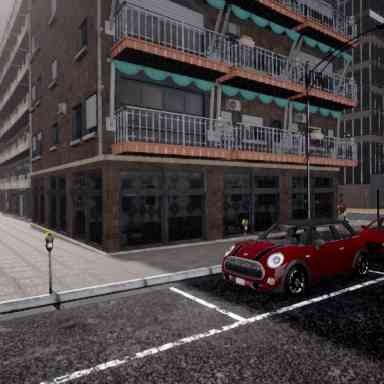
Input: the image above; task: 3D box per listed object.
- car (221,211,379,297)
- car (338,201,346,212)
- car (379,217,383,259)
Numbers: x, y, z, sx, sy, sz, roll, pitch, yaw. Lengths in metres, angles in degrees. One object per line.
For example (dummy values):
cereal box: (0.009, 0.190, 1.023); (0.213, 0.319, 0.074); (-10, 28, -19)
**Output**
car: (2.679, 1.439, 8.474); (4.097, 1.590, 1.967); (0, -1, -35)
car: (16.460, 1.745, 40.560); (1.967, 1.590, 4.097); (-2, 0, -36)
car: (7.180, 1.543, 11.676); (4.507, 1.381, 1.887); (0, -1, -35)
